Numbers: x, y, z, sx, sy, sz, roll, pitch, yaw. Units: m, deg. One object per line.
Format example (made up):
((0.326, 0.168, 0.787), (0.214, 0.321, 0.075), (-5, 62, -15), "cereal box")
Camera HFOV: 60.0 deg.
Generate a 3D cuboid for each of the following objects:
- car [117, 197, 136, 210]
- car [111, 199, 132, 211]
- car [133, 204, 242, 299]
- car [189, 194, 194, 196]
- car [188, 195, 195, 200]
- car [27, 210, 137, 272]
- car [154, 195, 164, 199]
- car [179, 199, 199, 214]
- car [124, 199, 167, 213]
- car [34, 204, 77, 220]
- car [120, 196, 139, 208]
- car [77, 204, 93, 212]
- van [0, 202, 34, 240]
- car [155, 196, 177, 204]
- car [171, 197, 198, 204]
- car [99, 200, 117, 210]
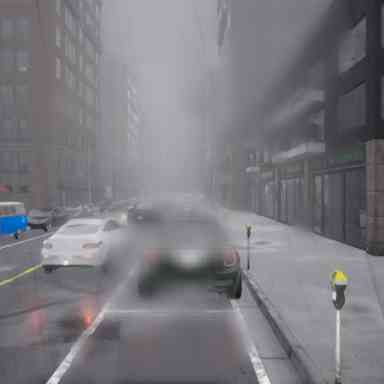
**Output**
((-6.230, 1.498, 35.974), (2.128, 1.511, 4.902), (0, 0, 0), "car")
((-8.815, 1.591, 41.985), (1.802, 1.307, 4.206), (0, 0, 0), "car")
((-0.033, 1.353, 8.620), (2.097, 1.767, 4.553), (0, 0, 0), "car")
((-0.257, 1.501, 84.576), (1.967, 1.590, 4.097), (0, 0, 0), "car")
((-0.237, 1.636, 95.394), (2.008, 1.369, 4.403), (0, 0, 0), "car")
((-3.146, 1.526, 10.633), (1.812, 1.442, 4.674), (0, 0, 0), "car")
((-8.782, 1.643, 84.589), (1.802, 1.307, 4.206), (0, 0, 0), "car")
((-0.290, 1.558, 36.484), (2.008, 1.369, 4.403), (0, 0, 0), "car")
((-3.072, 1.480, 22.848), (1.882, 1.535, 5.008), (0, 0, 1), "car")
((-8.815, 1.568, 19.979), (1.947, 1.339, 4.313), (0, 0, 0), "car")
((-8.816, 1.452, 47.486), (1.967, 1.590, 4.097), (0, 0, 0), "car")
((-8.815, 1.585, 25.481), (1.802, 1.307, 4.206), (0, 0, 0), "car")
((-8.815, 1.342, 14.478), (1.690, 1.788, 3.998), (0, 0, 0), "van")
((-3.064, 1.572, 40.434), (1.994, 1.385, 4.181), (0, 0, 0), "car")
((-0.290, 1.443, 25.481), (1.967, 1.590, 4.097), (0, 0, 0), "car")
((-8.815, 1.573, 36.483), (1.947, 1.339, 4.313), (0, 0, 0), "car")
